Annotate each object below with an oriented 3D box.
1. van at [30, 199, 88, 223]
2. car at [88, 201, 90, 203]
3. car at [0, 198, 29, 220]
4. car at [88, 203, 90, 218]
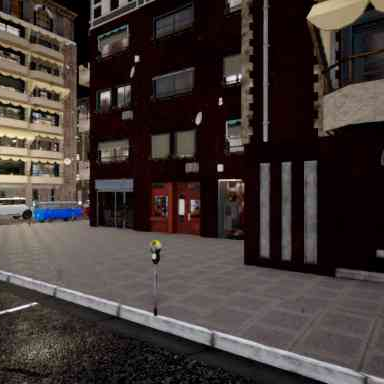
[{"bbox_3d":[-11.375,1.706,28.473,1.690,1.788,3.998,-1,-2,35],"label":"van"},{"bbox_3d":[-11.418,2.079,38.624,1.994,1.385,4.181,0,-1,35],"label":"car"},{"bbox_3d":[-17.156,1.546,30.576,2.150,2.045,5.566,0,-1,34],"label":"car"},{"bbox_3d":[-8.306,2.037,33.083,1.947,1.339,4.313,-1,-2,35],"label":"car"}]
